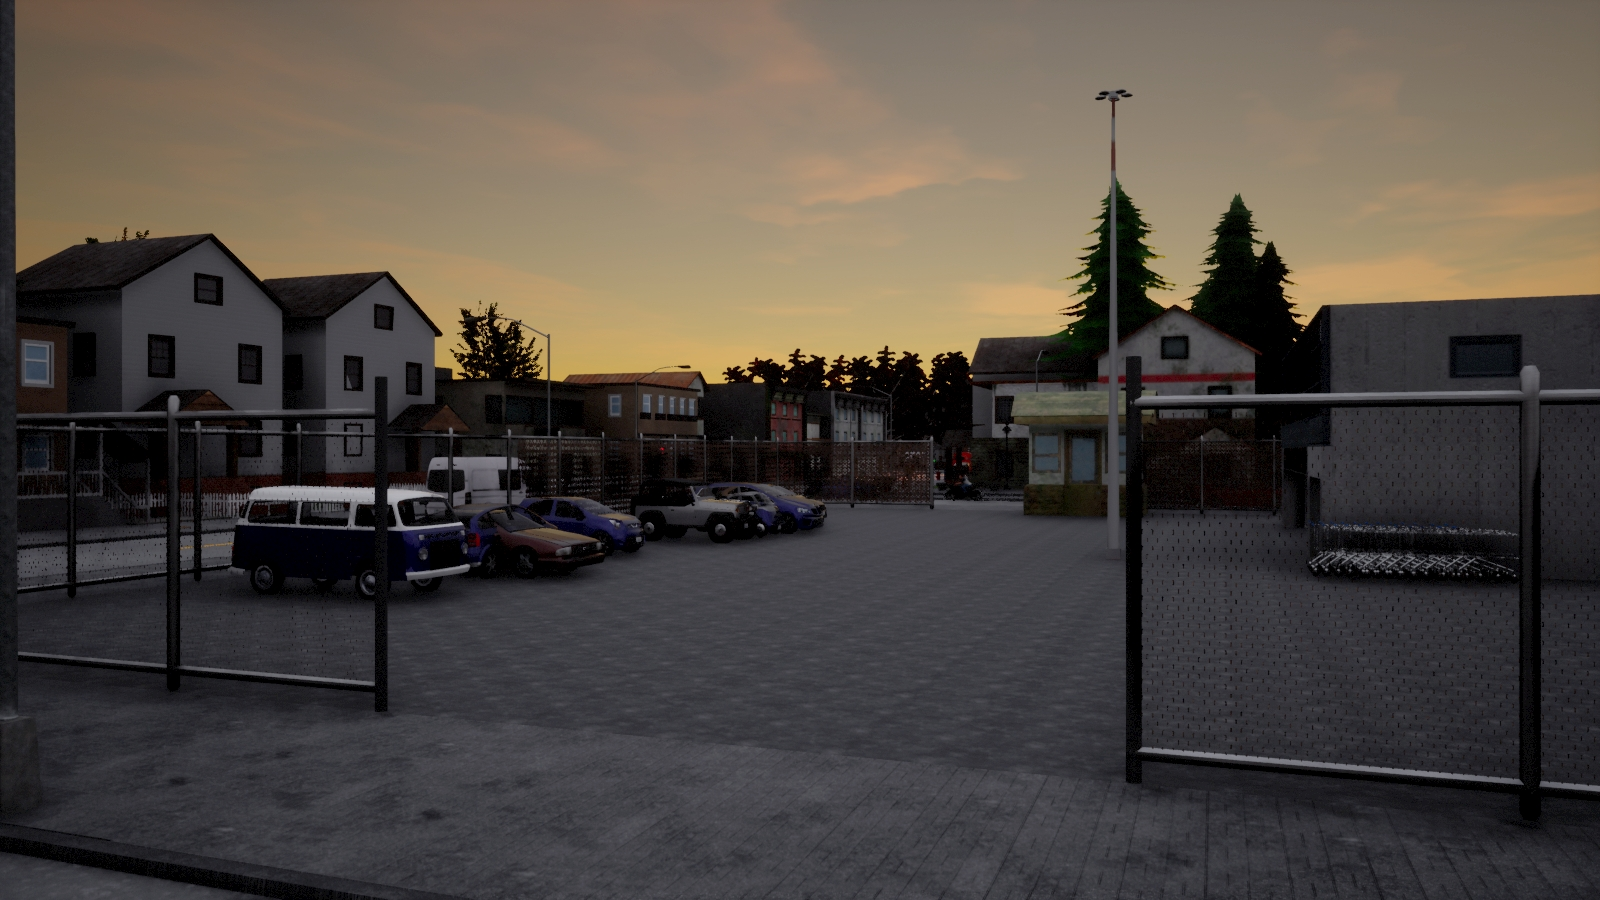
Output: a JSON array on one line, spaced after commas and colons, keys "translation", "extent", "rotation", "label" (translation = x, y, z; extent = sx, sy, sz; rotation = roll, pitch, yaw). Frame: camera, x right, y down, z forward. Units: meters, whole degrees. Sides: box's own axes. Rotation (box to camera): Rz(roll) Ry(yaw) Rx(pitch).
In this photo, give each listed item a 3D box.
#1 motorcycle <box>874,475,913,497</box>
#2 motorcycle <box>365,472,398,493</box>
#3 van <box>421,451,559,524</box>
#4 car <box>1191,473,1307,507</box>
[{"translation": [5.170, 1.996, 63.229], "extent": [2.033, 1.145, 0.803], "rotation": [0, 0, 20], "label": "motorcycle"}, {"translation": [-25.652, 1.970, 70.021], "extent": [1.805, 1.236, 0.856], "rotation": [0, 0, 19], "label": "motorcycle"}, {"translation": [-11.617, 1.319, 43.358], "extent": [1.988, 2.561, 5.915], "rotation": [0, 0, 20], "label": "van"}, {"translation": [20.848, 1.841, 53.231], "extent": [4.892, 1.480, 2.231], "rotation": [0, 0, 20], "label": "car"}]
